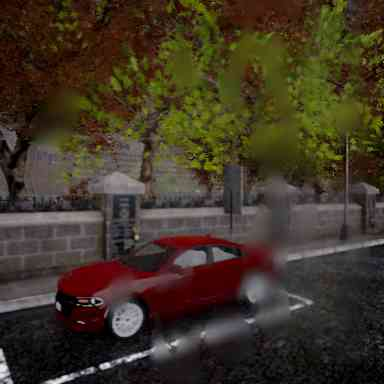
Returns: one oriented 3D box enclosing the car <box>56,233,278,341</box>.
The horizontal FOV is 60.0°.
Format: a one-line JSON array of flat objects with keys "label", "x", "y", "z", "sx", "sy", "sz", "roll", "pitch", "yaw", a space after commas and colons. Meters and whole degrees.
[{"label": "car", "x": -0.260, "y": 1.557, "z": 6.531, "sx": 4.507, "sy": 1.381, "sz": 1.887, "roll": 0, "pitch": 0, "yaw": -36}]
